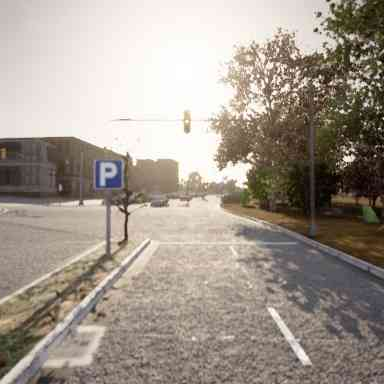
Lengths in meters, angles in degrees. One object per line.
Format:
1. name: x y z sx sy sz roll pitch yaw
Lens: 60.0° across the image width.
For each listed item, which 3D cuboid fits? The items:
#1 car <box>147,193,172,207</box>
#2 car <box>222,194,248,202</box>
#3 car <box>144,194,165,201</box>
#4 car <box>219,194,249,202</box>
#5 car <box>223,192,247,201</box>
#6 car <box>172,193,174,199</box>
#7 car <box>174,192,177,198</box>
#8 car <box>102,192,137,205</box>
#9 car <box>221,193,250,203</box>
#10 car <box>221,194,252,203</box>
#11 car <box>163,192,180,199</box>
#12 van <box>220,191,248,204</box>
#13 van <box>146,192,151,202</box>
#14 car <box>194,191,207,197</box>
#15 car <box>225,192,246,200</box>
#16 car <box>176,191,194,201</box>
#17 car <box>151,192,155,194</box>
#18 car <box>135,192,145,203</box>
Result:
1. car: -4.246 1.314 44.011 1.837 1.490 4.892 0 1 4
2. car: 8.569 1.182 66.421 4.674 1.452 2.002 1 0 -13
3. car: -8.622 1.223 75.923 4.674 1.452 2.002 -1 0 -12
4. car: 8.042 1.145 63.433 5.366 1.575 1.946 1 0 -13
5. car: 9.296 1.002 72.290 4.553 1.767 2.185 1 0 -12
6. car: -7.763 1.172 81.910 5.008 1.535 2.097 -1 0 -12
7. car: -6.811 1.161 87.872 5.008 1.535 2.097 -1 0 -11
8. car: -11.563 1.262 51.982 4.792 1.488 2.163 -1 0 -15
9. car: 7.536 1.037 57.586 4.553 1.767 2.185 1 0 -14
10. car: 8.066 1.155 60.581 5.366 1.575 1.946 1 0 -13
11. car: -5.781 1.023 93.831 4.553 1.767 2.185 -1 0 -10
12. van: 7.159 0.943 54.616 4.442 1.987 1.878 1 0 -14
13. van: -10.378 0.982 60.969 4.442 1.987 1.878 -1 0 -14
14. car: 2.345 1.061 95.332 2.128 1.511 4.902 0 0 10
15. car: 10.184 0.988 78.161 4.553 1.767 2.185 0 1 -11
16. car: -1.451 1.034 71.001 2.097 1.767 4.553 0 0 7
17. car: -10.157 1.206 63.941 4.892 1.521 2.231 -1 0 -14
18. car: -10.925 1.214 54.976 5.366 1.575 1.946 -1 0 -15
